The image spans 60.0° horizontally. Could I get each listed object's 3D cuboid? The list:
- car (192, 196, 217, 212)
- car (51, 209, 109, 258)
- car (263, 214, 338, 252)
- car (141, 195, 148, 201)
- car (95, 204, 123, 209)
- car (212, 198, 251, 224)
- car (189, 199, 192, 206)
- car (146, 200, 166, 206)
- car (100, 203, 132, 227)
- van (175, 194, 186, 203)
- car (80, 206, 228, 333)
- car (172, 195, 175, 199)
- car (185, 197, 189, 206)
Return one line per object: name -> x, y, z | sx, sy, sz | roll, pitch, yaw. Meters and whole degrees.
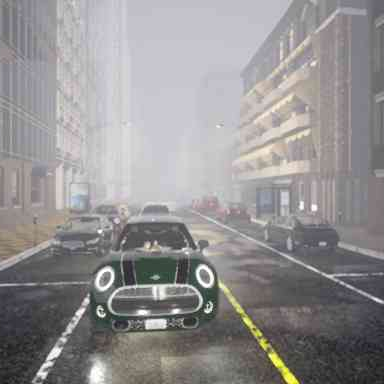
car -> 1.708, 1.345, 36.146 | 2.192, 1.841, 5.009 | 0, 0, -7
car -> -4.039, 1.556, 12.742 | 2.008, 1.369, 4.403 | 0, 0, -7
car -> 4.287, 1.562, 13.700 | 2.008, 1.369, 4.403 | 0, 0, -7
car -> -13.066, 1.539, 91.307 | 1.967, 1.590, 4.097 | 0, 0, -7
car -> -4.684, 1.450, 18.355 | 1.967, 1.590, 4.097 | 0, 0, -7
car -> 2.997, 1.460, 24.922 | 1.967, 1.590, 4.097 | 0, 0, -7
car -> 1.062, 1.617, 41.758 | 1.802, 1.307, 4.206 | 0, 0, -7
car -> -2.187, 1.491, 20.200 | 1.882, 1.535, 5.008 | 0, 0, -7
car -> -5.309, 1.540, 23.797 | 1.752, 1.417, 4.829 | 0, 0, -7
van -> -2.162, 1.412, 69.816 | 1.690, 1.788, 3.998 | 0, 0, -7
car -> -0.786, 1.356, 7.129 | 2.097, 1.767, 4.553 | 0, 0, -7
car -> -2.806, 1.645, 75.428 | 1.947, 1.339, 4.313 | 0, 0, -7
car -> 0.418, 1.622, 47.369 | 1.802, 1.307, 4.206 | 0, 0, -7
